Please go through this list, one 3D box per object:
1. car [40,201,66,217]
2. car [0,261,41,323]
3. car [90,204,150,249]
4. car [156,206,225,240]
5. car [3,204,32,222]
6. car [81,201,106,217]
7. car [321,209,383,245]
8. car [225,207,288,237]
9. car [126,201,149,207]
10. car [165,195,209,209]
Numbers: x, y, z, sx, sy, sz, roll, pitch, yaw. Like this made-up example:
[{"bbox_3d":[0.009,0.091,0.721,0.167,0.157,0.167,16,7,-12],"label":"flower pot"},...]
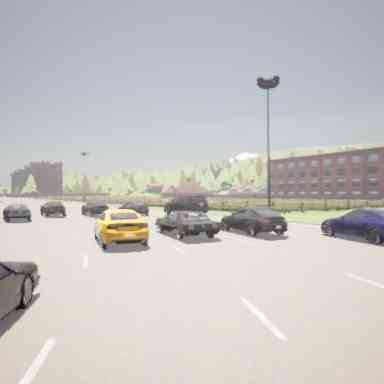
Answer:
[{"bbox_3d":[-14.018,1.692,33.517,1.837,1.490,4.892,0,0,-32],"label":"car"},{"bbox_3d":[-3.857,1.591,4.763,2.033,1.411,5.357,0,0,-9],"label":"car"},{"bbox_3d":[-3.340,1.536,15.198,1.882,1.535,5.008,0,0,-21],"label":"car"},{"bbox_3d":[-0.391,1.637,17.276,1.895,1.301,4.718,0,0,-23],"label":"car"},{"bbox_3d":[-15.136,1.736,28.801,2.033,1.411,5.357,0,0,-33],"label":"car"},{"bbox_3d":[-9.707,1.654,33.249,1.837,1.490,4.892,0,0,-32],"label":"car"},{"bbox_3d":[8.012,1.484,15.248,1.812,1.442,4.674,0,0,-17],"label":"car"},{"bbox_3d":[3.269,1.531,18.028,1.812,1.442,4.674,0,0,-22],"label":"car"},{"bbox_3d":[-5.888,1.642,33.805,1.812,1.442,4.674,0,0,-32],"label":"car"},{"bbox_3d":[-0.578,1.288,31.999,2.150,2.045,5.566,0,0,-32],"label":"car"}]
